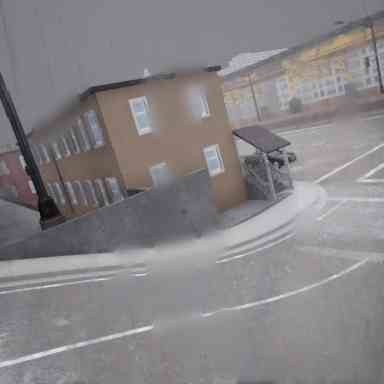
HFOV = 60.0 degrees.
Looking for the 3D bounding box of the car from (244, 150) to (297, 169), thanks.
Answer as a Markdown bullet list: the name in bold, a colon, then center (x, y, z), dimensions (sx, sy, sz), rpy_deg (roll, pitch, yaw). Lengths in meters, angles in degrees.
- **car**: center (6.405, -2.809, 27.796), dimensions (1.837, 1.490, 4.892), rpy_deg (-23, 13, -32)
